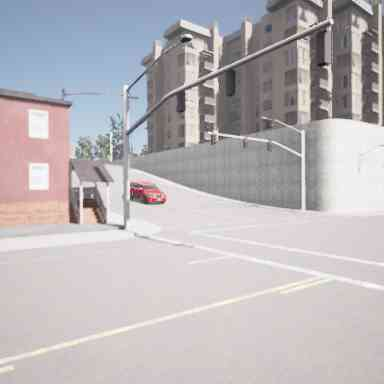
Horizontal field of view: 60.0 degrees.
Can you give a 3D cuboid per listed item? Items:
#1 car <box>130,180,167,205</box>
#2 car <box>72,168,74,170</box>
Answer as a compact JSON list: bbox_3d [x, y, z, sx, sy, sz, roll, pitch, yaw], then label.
[{"bbox_3d":[-4.740,0.010,34.592,2.150,2.045,5.566,0,8,-36],"label":"car"},{"bbox_3d":[-17.459,-3.916,52.318,1.895,1.301,4.718,0,12,-35],"label":"car"}]
